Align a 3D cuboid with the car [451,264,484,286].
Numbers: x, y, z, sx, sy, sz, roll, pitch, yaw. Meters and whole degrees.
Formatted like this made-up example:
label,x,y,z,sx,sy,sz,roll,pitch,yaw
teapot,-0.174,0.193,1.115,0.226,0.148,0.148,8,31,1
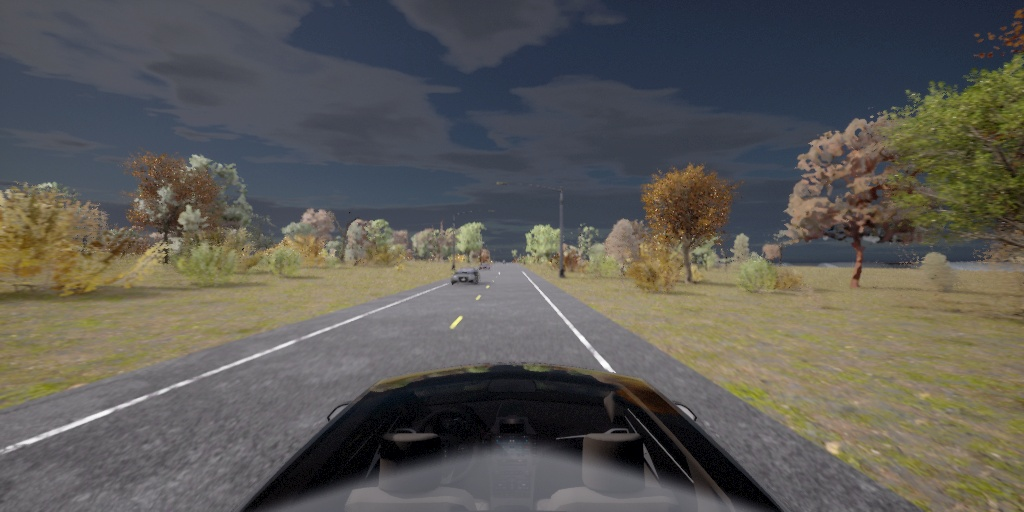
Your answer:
label,x,y,z,sx,sy,sz,roll,pitch,yaw
car,-3.594,1.575,28.419,1.994,1.385,4.181,0,-1,0
